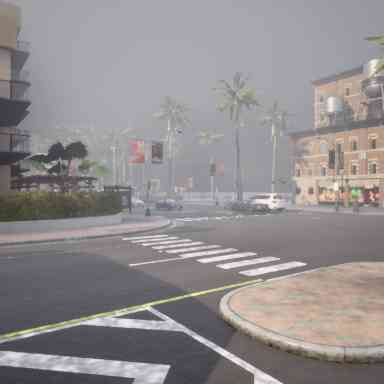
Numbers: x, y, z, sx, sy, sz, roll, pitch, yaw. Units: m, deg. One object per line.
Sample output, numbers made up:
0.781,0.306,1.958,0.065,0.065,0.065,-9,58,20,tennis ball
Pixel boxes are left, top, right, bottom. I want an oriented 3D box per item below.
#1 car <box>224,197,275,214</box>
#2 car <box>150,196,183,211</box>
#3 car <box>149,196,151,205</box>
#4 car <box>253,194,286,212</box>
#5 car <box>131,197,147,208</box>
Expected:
5.791,1.547,35.428,2.033,1.411,5.357,0,0,-35,car
-3.007,1.526,41.544,1.812,1.442,4.674,0,0,-35,car
-7.592,1.491,60.614,2.128,1.511,4.902,0,0,-35,car
8.114,1.221,38.212,2.150,2.045,5.566,0,0,-35,car
-8.815,1.526,49.846,1.812,1.442,4.674,0,0,-35,car
